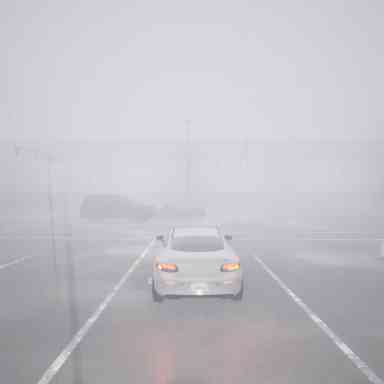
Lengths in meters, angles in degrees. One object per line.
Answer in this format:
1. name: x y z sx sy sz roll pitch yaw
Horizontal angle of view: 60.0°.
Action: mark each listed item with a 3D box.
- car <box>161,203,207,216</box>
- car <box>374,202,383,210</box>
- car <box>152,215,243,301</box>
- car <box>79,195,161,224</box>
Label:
1. car: -1.104 1.588 27.801 4.718 1.301 1.895 0 0 2
2. car: 23.307 1.397 37.840 4.674 1.442 1.812 -1 0 2
3. car: 0.075 1.527 8.210 1.812 1.442 4.674 0 0 -1
4. car: -5.377 1.212 24.421 5.566 2.045 2.150 0 0 2
